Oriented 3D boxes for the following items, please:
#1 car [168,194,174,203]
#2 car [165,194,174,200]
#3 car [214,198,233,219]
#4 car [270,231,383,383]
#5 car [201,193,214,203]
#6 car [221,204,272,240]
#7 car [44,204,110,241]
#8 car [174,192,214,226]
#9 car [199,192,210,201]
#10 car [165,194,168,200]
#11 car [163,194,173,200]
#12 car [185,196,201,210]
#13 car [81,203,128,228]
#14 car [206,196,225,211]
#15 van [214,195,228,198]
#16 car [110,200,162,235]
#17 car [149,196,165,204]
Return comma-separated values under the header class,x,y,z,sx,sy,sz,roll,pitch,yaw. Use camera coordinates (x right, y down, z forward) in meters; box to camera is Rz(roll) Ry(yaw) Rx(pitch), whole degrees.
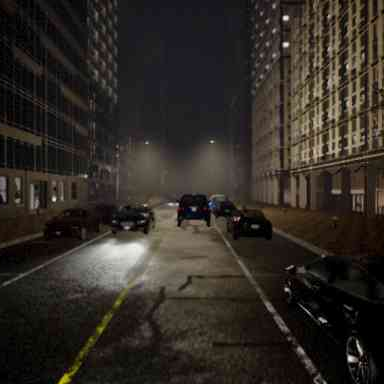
class,x,y,z,sx,sy,sz,roll,pitch,yaw
car,-2.979,1.346,59.403,1.895,1.301,4.718,0,0,1
car,-5.597,1.183,84.664,1.947,1.339,4.313,0,0,0
car,2.722,1.457,27.721,1.947,1.339,4.313,0,0,0
car,2.697,1.547,4.953,1.947,1.339,4.313,0,0,0
car,2.760,1.048,61.873,2.192,1.841,5.009,0,0,0
car,2.710,1.503,16.337,1.947,1.339,4.313,0,0,0
car,-5.671,1.483,16.354,1.887,1.381,4.507,0,0,0
car,0.125,1.133,22.897,2.150,2.045,5.566,0,0,0
car,2.772,0.991,73.258,2.192,1.841,5.009,0,0,0
car,-5.628,1.312,56.203,2.008,1.369,4.403,0,0,0
car,-5.603,1.198,78.972,2.008,1.369,4.403,0,0,0
car,0.144,1.337,41.191,1.837,1.490,4.892,0,0,0
car,-5.665,1.481,22.047,1.947,1.339,4.313,0,0,0
car,2.735,1.281,39.106,1.967,1.590,4.097,0,0,0
van,2.729,1.208,33.414,1.690,1.788,3.998,0,0,0
car,-3.081,1.422,18.230,2.128,1.511,4.902,0,0,0
car,-5.634,1.315,50.339,1.752,1.417,4.829,0,0,0
